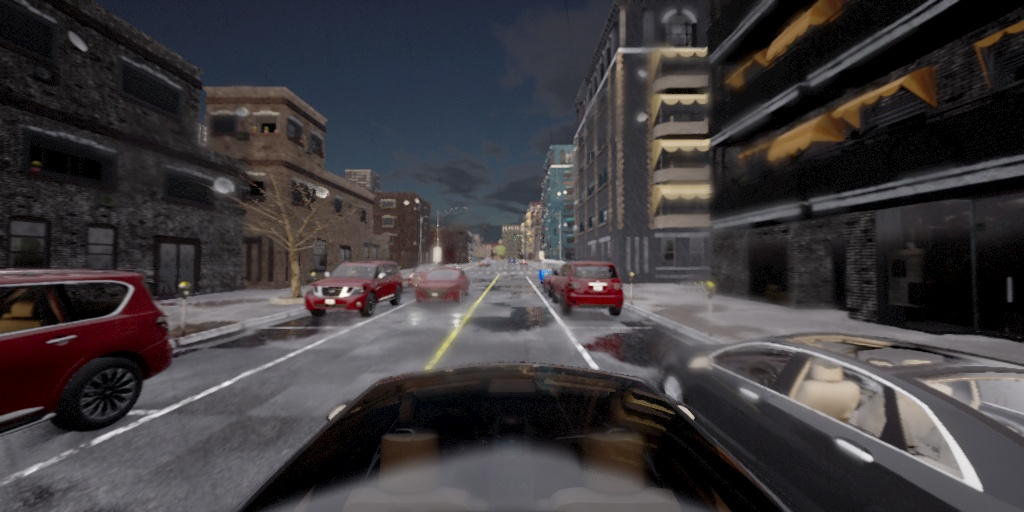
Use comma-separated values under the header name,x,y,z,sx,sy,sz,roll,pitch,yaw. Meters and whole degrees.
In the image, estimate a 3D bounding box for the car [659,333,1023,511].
name,x,y,z,sx,sy,sz,roll,pitch,yaw
car,2.691,1.305,2.867,2.007,1.370,4.403,0,0,0

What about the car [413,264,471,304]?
name,x,y,z,sx,sy,sz,roll,pitch,yaw
car,-3.099,1.287,16.929,1.882,1.535,5.008,0,0,0

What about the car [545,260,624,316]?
name,x,y,z,sx,sy,sz,roll,pitch,yaw
car,2.691,1.112,13.682,2.192,1.841,5.009,0,0,0

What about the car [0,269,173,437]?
name,x,y,z,sx,sy,sz,roll,pitch,yaw
car,-5.689,1.069,2.875,2.192,1.841,5.009,0,0,0

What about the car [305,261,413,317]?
name,x,y,z,sx,sy,sz,roll,pitch,yaw
car,-5.690,1.112,13.689,2.192,1.841,5.009,0,0,0

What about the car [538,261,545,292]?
name,x,y,z,sx,sy,sz,roll,pitch,yaw
car,2.691,1.258,19.089,1.967,1.591,4.097,0,0,0

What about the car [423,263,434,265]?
name,x,y,z,sx,sy,sz,roll,pitch,yaw
car,-5.689,1.279,24.504,1.967,1.591,4.097,0,0,0
